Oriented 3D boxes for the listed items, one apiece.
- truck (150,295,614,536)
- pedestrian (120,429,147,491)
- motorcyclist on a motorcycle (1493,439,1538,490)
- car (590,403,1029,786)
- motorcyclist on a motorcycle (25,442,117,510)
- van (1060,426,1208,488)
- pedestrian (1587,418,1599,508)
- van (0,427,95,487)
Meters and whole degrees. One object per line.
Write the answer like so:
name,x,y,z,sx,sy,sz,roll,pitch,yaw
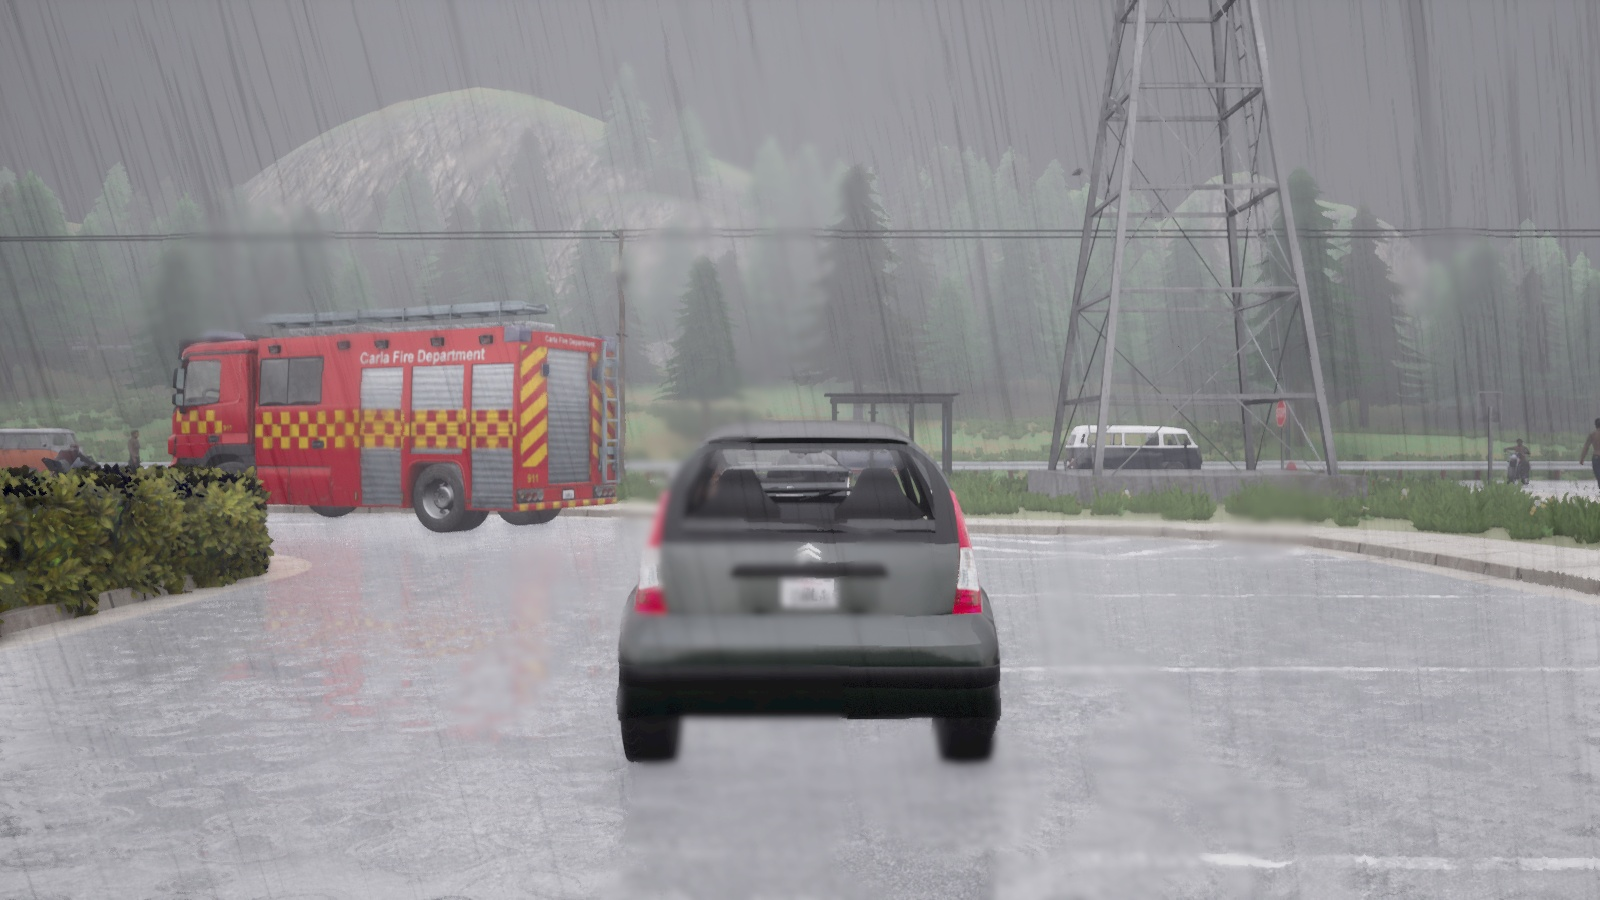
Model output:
truck,-7.772,-0.565,23.047,8.468,3.827,2.891,0,0,26
pedestrian,-19.787,0.289,37.300,0.634,1.846,0.331,0,0,1
motorcyclist on a motorcycle,24.210,0.458,42.462,0.766,1.649,2.350,2,2,43
car,0.041,0.600,7.295,1.851,1.617,3.988,0,0,0
motorcyclist on a motorcycle,-17.056,0.589,29.443,0.866,1.530,2.191,0,0,0
van,11.210,0.221,42.395,4.480,2.038,2.069,0,0,1
pedestrian,16.326,0.259,25.559,0.328,1.805,0.869,0,0,20
van,-26.540,0.219,42.574,4.442,1.987,1.775,0,0,9
